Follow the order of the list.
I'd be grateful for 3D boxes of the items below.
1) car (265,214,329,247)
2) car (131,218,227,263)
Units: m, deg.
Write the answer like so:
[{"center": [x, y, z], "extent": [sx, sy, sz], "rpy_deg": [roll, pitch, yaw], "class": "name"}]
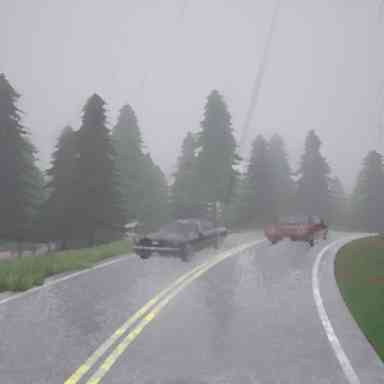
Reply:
[{"center": [5.028, 1.681, 15.395], "extent": [1.895, 1.301, 4.718], "rpy_deg": [-2, -3, 32], "class": "car"}, {"center": [-0.268, 1.705, 12.643], "extent": [1.895, 1.301, 4.718], "rpy_deg": [-1, -1, 25], "class": "car"}]
